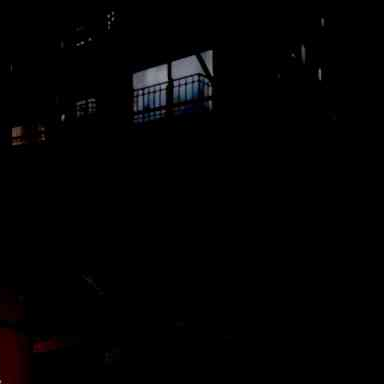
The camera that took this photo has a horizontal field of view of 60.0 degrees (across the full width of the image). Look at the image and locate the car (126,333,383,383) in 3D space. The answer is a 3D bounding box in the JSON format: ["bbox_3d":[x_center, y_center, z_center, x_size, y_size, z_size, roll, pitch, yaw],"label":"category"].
[{"bbox_3d":[1.951,1.560,1.481,4.313,1.339,1.947,0,0,36],"label":"car"}]

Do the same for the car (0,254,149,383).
[{"bbox_3d":[-2.632,1.578,4.761,4.507,1.381,1.887,0,0,36],"label":"car"}]
